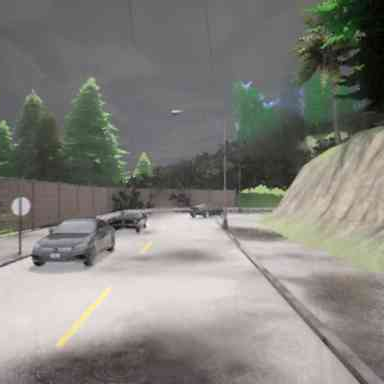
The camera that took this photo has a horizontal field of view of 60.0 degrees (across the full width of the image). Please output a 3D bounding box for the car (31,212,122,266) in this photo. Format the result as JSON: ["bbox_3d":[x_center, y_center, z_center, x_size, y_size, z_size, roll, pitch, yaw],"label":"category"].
[{"bbox_3d":[-4.080,1.684,12.265,1.812,1.442,4.674,0,-1,0],"label":"car"}]

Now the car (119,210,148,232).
[{"bbox_3d":[-4.145,1.885,22.207,1.895,1.301,4.718,0,-1,0],"label":"car"}]

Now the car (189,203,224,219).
[{"bbox_3d":[1.700,1.950,34.879,1.837,1.490,4.892,0,-1,37],"label":"car"}]
